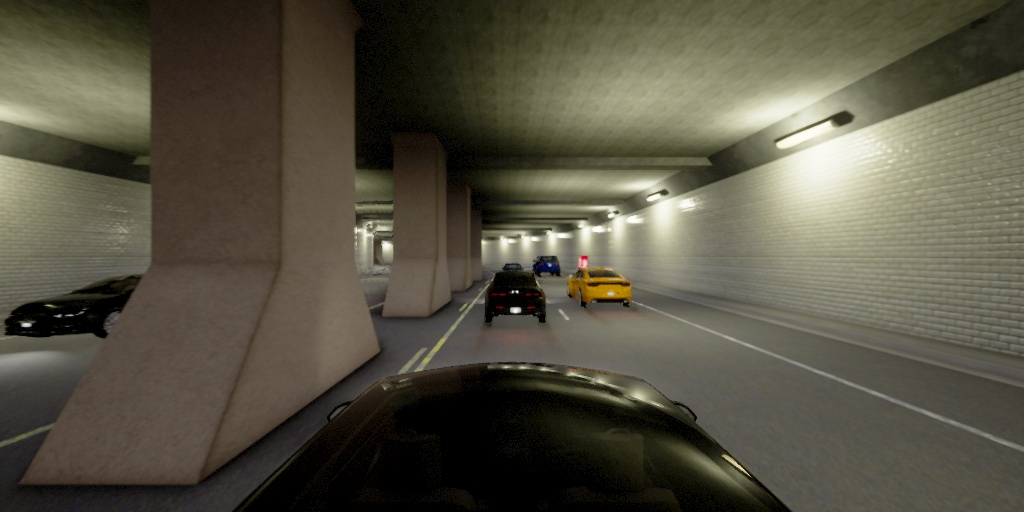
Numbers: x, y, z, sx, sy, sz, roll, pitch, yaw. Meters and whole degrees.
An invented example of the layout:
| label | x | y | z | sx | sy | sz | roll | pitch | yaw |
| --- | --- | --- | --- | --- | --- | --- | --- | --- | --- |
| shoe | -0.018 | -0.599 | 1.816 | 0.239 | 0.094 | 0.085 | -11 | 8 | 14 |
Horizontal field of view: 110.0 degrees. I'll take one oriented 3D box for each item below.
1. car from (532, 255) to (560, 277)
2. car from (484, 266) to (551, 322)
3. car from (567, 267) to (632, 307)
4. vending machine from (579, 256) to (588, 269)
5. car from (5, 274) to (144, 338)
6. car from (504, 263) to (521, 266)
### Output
| label | x | y | z | sx | sy | sz | roll | pitch | yaw |
| --- | --- | --- | --- | --- | --- | --- | --- | --- | --- |
| car | 3.333 | 0.955 | 35.701 | 2.150 | 2.045 | 5.566 | 0 | 0 | -3 |
| car | 0.100 | 1.250 | 12.326 | 1.837 | 1.490 | 4.892 | 0 | 0 | 0 |
| car | 3.600 | 1.221 | 15.545 | 1.882 | 1.535 | 5.008 | 0 | 0 | 0 |
| vending machine | 8.591 | 0.926 | 43.050 | 1.100 | 2.100 | 0.880 | 0 | 0 | -7 |
| car | -10.601 | 1.251 | 10.253 | 1.837 | 1.490 | 4.892 | 0 | 0 | 0 |
| car | 0.048 | 1.284 | 30.809 | 2.033 | 1.411 | 5.357 | 0 | 0 | -1 |
